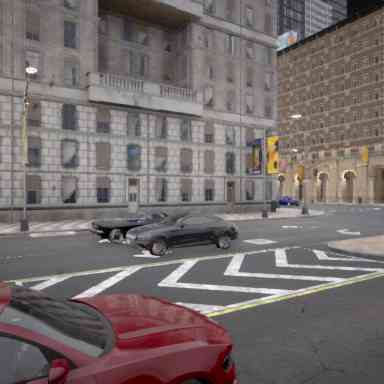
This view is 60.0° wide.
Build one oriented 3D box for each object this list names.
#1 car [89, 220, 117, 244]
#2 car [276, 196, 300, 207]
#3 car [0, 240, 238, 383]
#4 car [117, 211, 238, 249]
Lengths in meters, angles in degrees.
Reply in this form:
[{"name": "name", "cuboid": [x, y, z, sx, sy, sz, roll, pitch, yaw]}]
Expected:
[{"name": "car", "cuboid": [-2.395, 1.601, 15.938, 4.718, 1.301, 1.895, 0, 0, -31]}, {"name": "car", "cuboid": [14.791, 1.478, 52.775, 1.882, 1.535, 5.008, 0, 0, -32]}, {"name": "car", "cuboid": [-1.915, 1.478, 2.566, 5.008, 1.535, 1.882, 0, 0, -31]}, {"name": "car", "cuboid": [-0.292, 1.526, 13.120, 4.674, 1.442, 1.812, 0, 0, -31]}]
